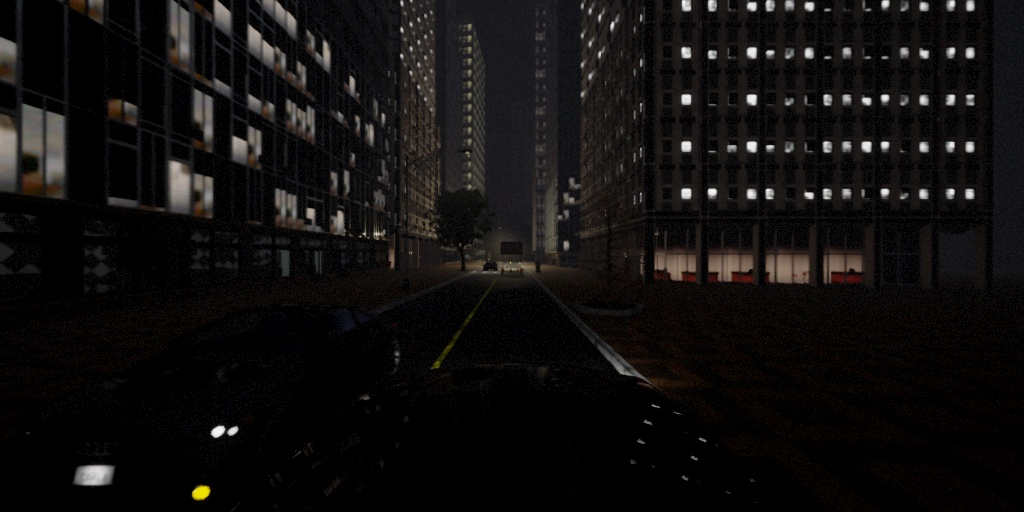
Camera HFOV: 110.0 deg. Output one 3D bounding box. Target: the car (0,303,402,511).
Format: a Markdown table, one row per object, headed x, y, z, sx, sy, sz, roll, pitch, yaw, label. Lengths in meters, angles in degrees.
| x | y | z | sx | sy | sz | roll | pitch | yaw | label |
| --- | --- | --- | --- | --- | --- | --- | --- | --- | --- |
| -2.851 | 1.314 | 4.439 | 1.994 | 1.385 | 4.181 | 0 | 0 | 0 | car |

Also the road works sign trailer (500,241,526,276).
| x | y | z | sx | sy | sz | roll | pitch | yaw | label |
| --- | --- | --- | --- | --- | --- | --- | --- | --- | --- |
| -0.016 | 0.249 | 37.765 | 2.380 | 3.560 | 2.880 | 0 | 0 | 0 | road works sign trailer |

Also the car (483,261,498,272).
| x | y | z | sx | sy | sz | roll | pitch | yaw | label |
| --- | --- | --- | --- | --- | --- | --- | --- | --- | --- |
| -2.839 | 1.348 | 48.258 | 2.033 | 1.411 | 5.357 | 0 | 0 | 0 | car |
